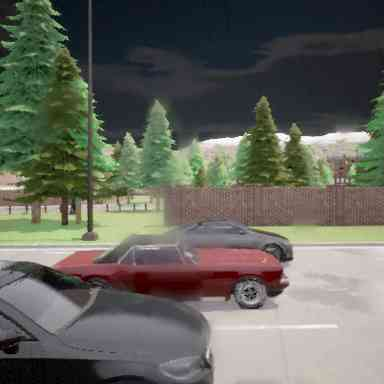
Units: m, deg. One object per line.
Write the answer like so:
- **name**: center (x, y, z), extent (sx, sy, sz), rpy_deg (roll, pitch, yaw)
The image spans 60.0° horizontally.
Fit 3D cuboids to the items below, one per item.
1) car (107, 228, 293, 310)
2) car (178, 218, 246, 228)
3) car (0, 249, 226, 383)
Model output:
- **car**: center (-0.453, 1.600, 7.116), extent (4.718, 1.301, 1.895), rpy_deg (0, 0, -2)
- **car**: center (1.031, 1.562, 10.665), extent (4.181, 1.385, 1.994), rpy_deg (0, 0, -2)
- **car**: center (-2.108, 1.526, 3.561), extent (4.674, 1.442, 1.812), rpy_deg (0, 0, -2)
